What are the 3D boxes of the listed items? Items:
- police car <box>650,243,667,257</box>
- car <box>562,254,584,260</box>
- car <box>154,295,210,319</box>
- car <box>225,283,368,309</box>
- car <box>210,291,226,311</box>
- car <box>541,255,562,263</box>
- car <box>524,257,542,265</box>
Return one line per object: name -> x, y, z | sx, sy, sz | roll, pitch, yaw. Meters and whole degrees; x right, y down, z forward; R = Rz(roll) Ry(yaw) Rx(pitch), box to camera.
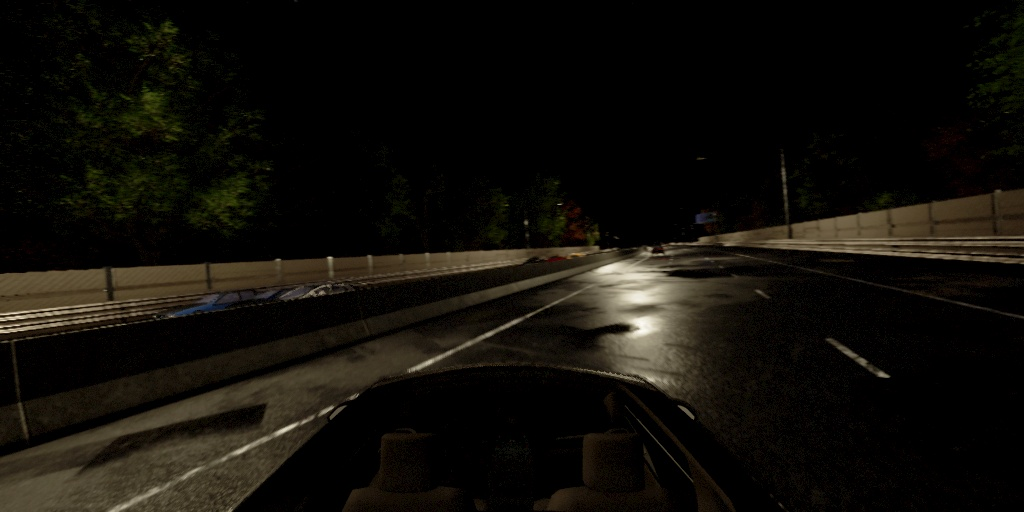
police car -> 20.975, -0.857, 51.532 | 1.930, 1.638, 5.238 | -5, 0, 25
car -> 9.087, 0.463, 50.761 | 1.882, 1.535, 5.008 | -5, 0, 25
car -> -14.105, 2.460, 17.885 | 2.033, 1.411, 5.357 | -5, 0, 26
car -> -8.006, 1.900, 14.476 | 2.128, 1.511, 4.902 | -5, 0, 26
car -> -10.836, 2.206, 16.625 | 1.994, 1.385, 4.181 | -5, 0, 26
car -> 6.570, 0.671, 53.623 | 1.882, 1.535, 5.008 | -5, 0, 25
car -> 3.378, 0.961, 55.023 | 1.837, 1.490, 4.892 | -5, 0, 25
